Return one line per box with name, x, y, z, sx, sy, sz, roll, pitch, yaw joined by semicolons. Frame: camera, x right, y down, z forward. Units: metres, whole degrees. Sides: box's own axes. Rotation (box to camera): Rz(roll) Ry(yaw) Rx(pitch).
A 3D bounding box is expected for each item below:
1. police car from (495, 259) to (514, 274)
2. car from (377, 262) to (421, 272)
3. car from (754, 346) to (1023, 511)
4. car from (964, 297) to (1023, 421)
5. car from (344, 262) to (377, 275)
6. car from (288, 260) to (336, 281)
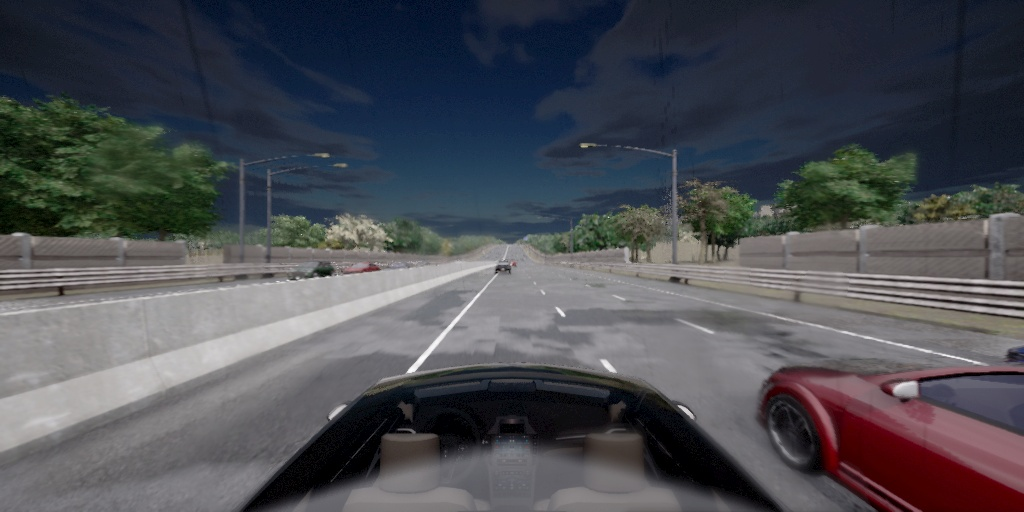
police car;-1.049;1.339;43.480;1.930;1.638;5.238;0;0;0
car;-10.564;1.352;34.019;2.128;1.511;4.902;0;0;0
car;3.599;1.316;2.132;1.994;1.385;4.181;0;0;0
car;7.099;1.278;2.571;1.812;1.442;4.674;0;0;0
car;-14.064;1.337;33.904;1.882;1.535;5.008;0;-1;0
car;-17.575;1.200;31.670;2.097;1.767;4.553;0;0;0
